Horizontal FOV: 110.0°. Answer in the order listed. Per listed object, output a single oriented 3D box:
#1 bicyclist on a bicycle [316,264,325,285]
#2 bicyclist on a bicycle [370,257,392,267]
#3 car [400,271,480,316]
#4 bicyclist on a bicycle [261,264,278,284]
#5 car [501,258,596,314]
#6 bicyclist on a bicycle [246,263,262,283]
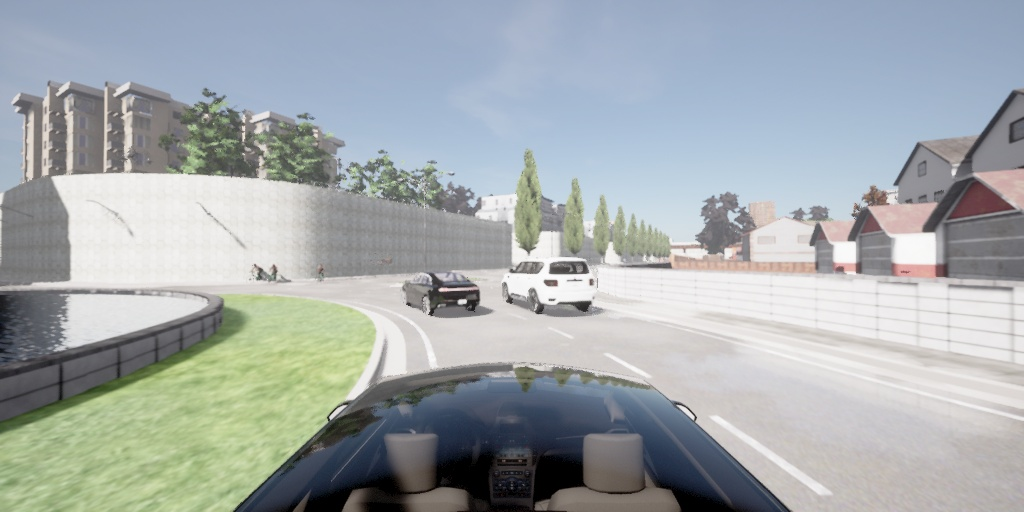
[{"bbox_3d":[-15.007,1.420,28.190,0.582,1.620,1.656,1,0,-24],"label":"bicyclist on a bicycle"},{"bbox_3d":[-10.309,0.441,28.608,1.620,0.582,1.656,-6,23,10],"label":"bicyclist on a bicycle"},{"bbox_3d":[-2.961,1.349,14.136,2.128,1.511,4.902,1,-1,-32],"label":"car"},{"bbox_3d":[-19.335,1.409,29.035,0.582,1.620,1.656,11,2,-13],"label":"bicyclist on a bicycle"},{"bbox_3d":[1.278,1.089,14.768,2.150,2.045,5.566,0,0,-19],"label":"car"},{"bbox_3d":[-20.726,1.372,29.084,0.582,1.620,1.656,15,12,19],"label":"bicyclist on a bicycle"}]
